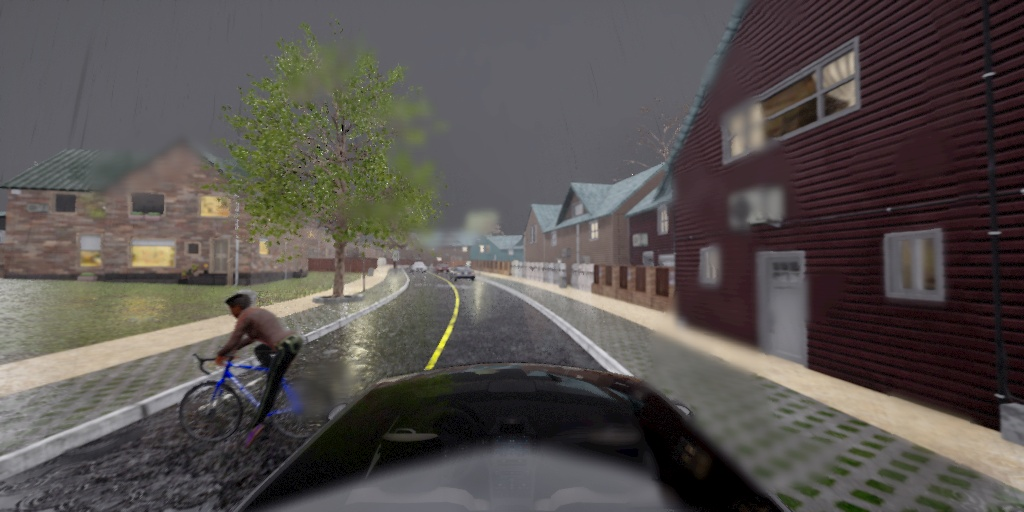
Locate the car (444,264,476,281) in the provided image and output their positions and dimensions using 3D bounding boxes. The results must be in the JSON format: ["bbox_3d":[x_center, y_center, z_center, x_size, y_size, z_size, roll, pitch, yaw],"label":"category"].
[{"bbox_3d":[-4.685,1.562,33.245,2.033,1.411,5.357,0,0,-17],"label":"car"}]

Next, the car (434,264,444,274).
[{"bbox_3d":[-9.043,1.636,46.953,1.895,1.301,4.718,0,0,-18],"label":"car"}]

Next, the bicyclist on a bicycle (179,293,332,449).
[{"bbox_3d":[-2.819,1.232,3.936,1.656,1.620,0.582,-2,-1,-2],"label":"bicyclist on a bicycle"}]

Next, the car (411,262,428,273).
[{"bbox_3d":[-12.710,1.540,48.862,1.812,1.442,4.674,0,0,-18],"label":"car"}]
